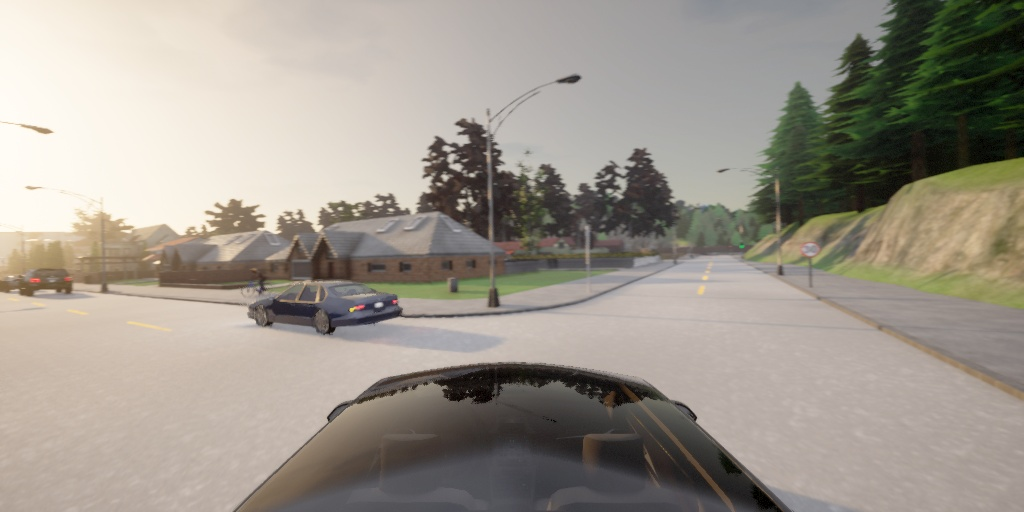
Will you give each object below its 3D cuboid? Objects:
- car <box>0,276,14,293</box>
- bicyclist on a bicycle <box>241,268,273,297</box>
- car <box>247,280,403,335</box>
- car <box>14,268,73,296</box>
[{"bbox_3d":[-46.097,2.554,33.567,4.902,1.511,2.128,-2,0,30],"label":"car"},{"bbox_3d":[-14.631,1.502,20.566,0.582,1.620,1.656,-2,0,30],"label":"bicyclist on a bicycle"},{"bbox_3d":[-5.850,1.456,11.031,5.357,1.411,2.033,-2,0,29],"label":"car"},{"bbox_3d":[-36.899,2.020,28.361,5.566,2.045,2.150,-2,0,30],"label":"car"}]
